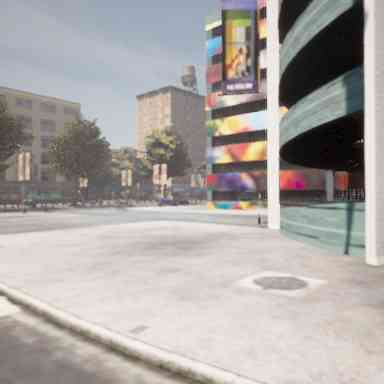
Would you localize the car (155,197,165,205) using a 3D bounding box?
[{"bbox_3d":[-5.075,1.789,64.474,1.812,1.442,4.674,0,0,41],"label":"car"}]

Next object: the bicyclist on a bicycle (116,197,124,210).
[{"bbox_3d":[-9.201,1.504,42.539,1.656,1.620,0.582,-1,-1,41],"label":"bicyclist on a bicycle"}]

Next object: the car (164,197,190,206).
[{"bbox_3d":[-2.446,1.767,62.164,1.812,1.442,4.674,0,0,41],"label":"car"}]

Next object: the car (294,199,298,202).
[{"bbox_3d":[15.186,1.531,52.966,2.161,1.482,4.786,0,0,41],"label":"car"}]

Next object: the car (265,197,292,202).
[{"bbox_3d":[10.242,1.419,41.078,2.002,1.452,4.674,0,0,41],"label":"car"}]
